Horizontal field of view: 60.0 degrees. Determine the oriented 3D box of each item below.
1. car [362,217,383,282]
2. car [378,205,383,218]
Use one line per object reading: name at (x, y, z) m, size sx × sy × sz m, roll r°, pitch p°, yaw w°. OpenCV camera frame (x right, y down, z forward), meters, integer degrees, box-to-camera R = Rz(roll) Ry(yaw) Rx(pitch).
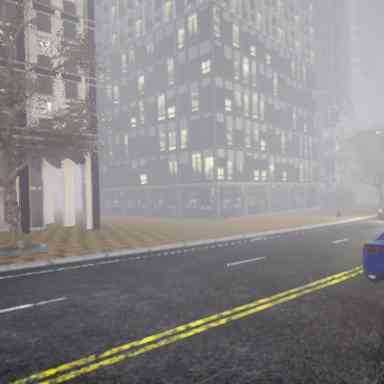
car at (6.372, 1.530, 8.919) m, size 5.008 × 1.535 × 1.882 m, roll 0°, pitch -1°, yaw -41°
car at (18.273, 1.565, 29.794) m, size 2.097 × 1.767 × 4.553 m, roll -2°, pitch -1°, yaw 43°
